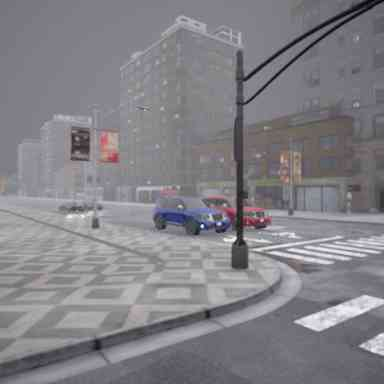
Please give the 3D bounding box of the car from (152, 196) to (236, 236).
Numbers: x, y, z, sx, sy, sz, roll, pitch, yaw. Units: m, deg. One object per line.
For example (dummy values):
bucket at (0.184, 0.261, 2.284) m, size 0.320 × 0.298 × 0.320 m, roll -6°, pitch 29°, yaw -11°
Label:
car at (-0.229, 1.269, 19.247) m, size 2.150 × 2.045 × 5.566 m, roll 0°, pitch 0°, yaw -36°

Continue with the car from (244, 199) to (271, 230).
car at (2.372, 1.268, 21.195) m, size 2.150 × 2.045 × 5.566 m, roll 0°, pitch 0°, yaw -36°

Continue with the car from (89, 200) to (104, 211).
car at (-12.997, 1.683, 42.396) m, size 2.033 × 1.411 × 5.357 m, roll 0°, pitch 0°, yaw -36°

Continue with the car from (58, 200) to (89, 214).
car at (-13.731, 1.730, 37.852) m, size 1.895 × 1.301 × 4.718 m, roll 0°, pitch 0°, yaw -36°
